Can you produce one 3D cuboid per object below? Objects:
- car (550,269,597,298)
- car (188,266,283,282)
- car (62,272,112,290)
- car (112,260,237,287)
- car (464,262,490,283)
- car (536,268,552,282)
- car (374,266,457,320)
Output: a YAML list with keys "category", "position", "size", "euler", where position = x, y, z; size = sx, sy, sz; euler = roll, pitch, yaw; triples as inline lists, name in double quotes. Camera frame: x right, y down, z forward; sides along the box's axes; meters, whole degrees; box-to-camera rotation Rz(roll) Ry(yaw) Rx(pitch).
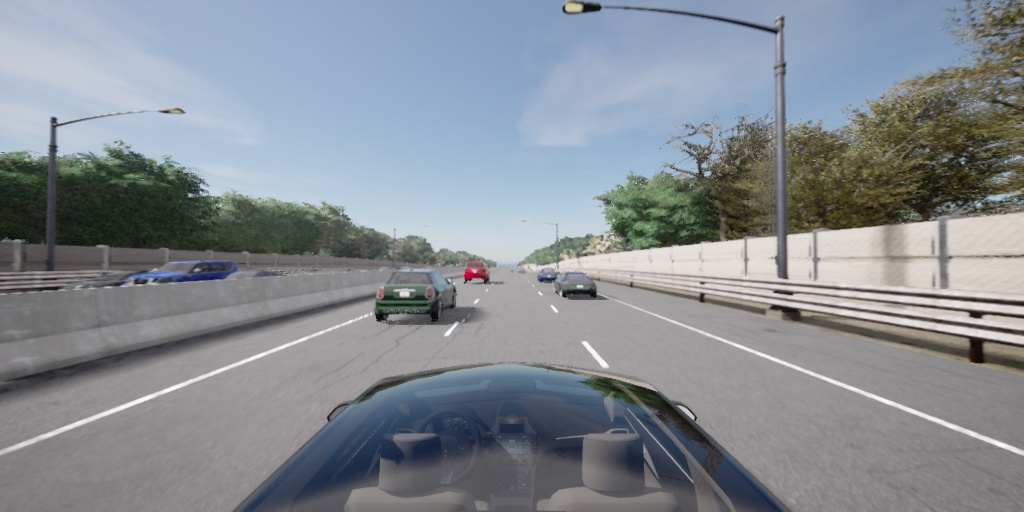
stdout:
- category: "car"
  position: [3.602, 1.610, 20.949]
  size: [1.994, 1.385, 4.181]
  euler: [0, -1, 0]
- category: "car"
  position: [-14.097, 1.492, 19.299]
  size: [1.882, 1.535, 5.008]
  euler: [0, -1, 0]
- category: "car"
  position: [-21.097, 1.525, 19.606]
  size: [1.837, 1.490, 4.892]
  euler: [0, -1, 0]
- category: "car"
  position: [-17.597, 1.243, 19.644]
  size: [2.150, 2.045, 5.566]
  euler: [0, -1, 0]
- category: "car"
  position: [-3.393, 1.575, 35.314]
  size: [2.150, 2.045, 5.566]
  euler: [0, -1, 0]
- category: "car"
  position: [3.606, 1.957, 36.840]
  size: [1.994, 1.385, 4.181]
  euler: [0, -1, 0]
- category: "car"
  position: [-3.402, 1.270, 13.487]
  size: [2.097, 1.767, 4.553]
  euler: [0, -1, 0]
